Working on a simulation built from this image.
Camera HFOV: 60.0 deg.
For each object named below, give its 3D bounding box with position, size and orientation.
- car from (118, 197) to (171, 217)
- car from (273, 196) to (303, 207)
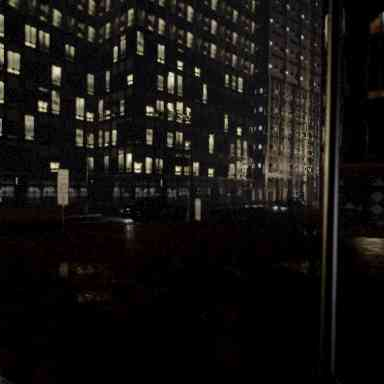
[{"bbox_3d":[-3.896,1.224,27.690,1.837,1.490,4.892,2,1,41],"label":"car"},{"bbox_3d":[13.382,1.268,45.966,5.357,1.411,2.033,0,1,-44],"label":"car"}]
